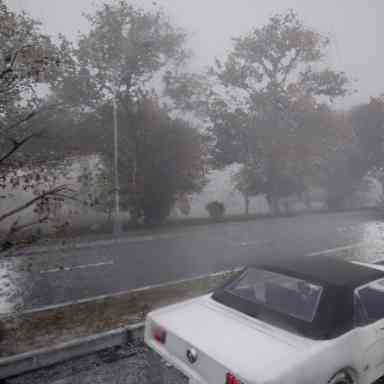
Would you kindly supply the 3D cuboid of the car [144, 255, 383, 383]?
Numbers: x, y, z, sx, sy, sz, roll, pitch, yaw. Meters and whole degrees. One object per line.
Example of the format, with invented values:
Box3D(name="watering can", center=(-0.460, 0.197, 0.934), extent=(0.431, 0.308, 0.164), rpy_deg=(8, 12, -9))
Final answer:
Box3D(name="car", center=(1.865, 1.562, 4.459), extent=(4.718, 1.301, 1.895), rpy_deg=(-1, 0, -35))
